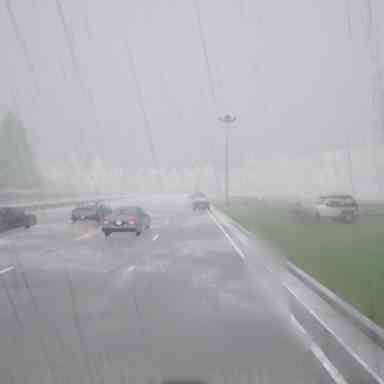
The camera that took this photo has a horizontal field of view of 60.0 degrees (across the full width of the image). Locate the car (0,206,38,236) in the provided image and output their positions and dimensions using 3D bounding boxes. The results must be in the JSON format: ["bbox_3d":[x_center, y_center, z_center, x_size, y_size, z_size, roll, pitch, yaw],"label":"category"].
[{"bbox_3d":[-10.398,1.472,17.968,2.033,1.411,5.357,0,0,0],"label":"car"}]

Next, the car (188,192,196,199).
[{"bbox_3d":[0.009,0.881,88.324,2.097,1.767,4.553,0,0,0],"label":"car"}]

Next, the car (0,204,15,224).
[{"bbox_3d":[-13.898,1.509,22.034,1.895,1.301,4.718,0,0,0],"label":"car"}]

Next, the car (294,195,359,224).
[{"bbox_3d":[8.924,1.121,21.987,3.866,1.878,1.905,0,0,0],"label":"car"}]

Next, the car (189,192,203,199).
[{"bbox_3d":[1.055,0.999,54.013,2.150,2.045,5.566,0,0,0],"label":"car"}]

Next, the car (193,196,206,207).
[{"bbox_3d":[1.055,1.326,47.985,1.812,1.442,4.674,0,0,0],"label":"car"}]

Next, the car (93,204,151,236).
[{"bbox_3d":[-3.398,1.472,17.956,2.033,1.411,5.357,0,0,0],"label":"car"}]

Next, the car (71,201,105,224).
[{"bbox_3d":[-6.898,1.394,23.387,2.128,1.511,4.902,0,0,0],"label":"car"}]

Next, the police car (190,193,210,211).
[{"bbox_3d":[1.054,1.267,38.094,1.930,1.638,5.238,0,0,0],"label":"police car"}]
